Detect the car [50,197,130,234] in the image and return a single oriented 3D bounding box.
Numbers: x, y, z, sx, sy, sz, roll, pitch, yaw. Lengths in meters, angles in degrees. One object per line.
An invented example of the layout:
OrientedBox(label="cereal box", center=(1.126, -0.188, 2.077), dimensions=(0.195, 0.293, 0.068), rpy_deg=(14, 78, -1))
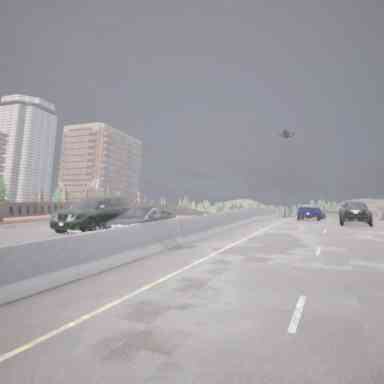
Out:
OrientedBox(label="car", center=(-5.638, 1.314, 19.627), dimensions=(2.150, 2.045, 5.566), rpy_deg=(0, 0, 24))

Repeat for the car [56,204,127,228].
OrientedBox(label="car", center=(-7.237, 1.662, 24.698), dimensions=(2.033, 1.411, 5.357), rpy_deg=(0, 0, 24))

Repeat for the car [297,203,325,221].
OrientedBox(label="car", center=(10.978, 1.823, 30.885), dimensions=(1.882, 1.535, 5.008), rpy_deg=(0, -3, 24))

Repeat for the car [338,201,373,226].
OrientedBox(label="car", center=(12.235, 1.509, 25.035), dimensions=(2.097, 1.767, 4.553), rpy_deg=(0, -2, 24))

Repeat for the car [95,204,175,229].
OrientedBox(label="car", center=(-2.598, 1.572, 17.841), dimensions=(2.128, 1.511, 4.902), rpy_deg=(0, 0, 24))

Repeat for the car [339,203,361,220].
OrientedBox(label="car", center=(17.747, 2.262, 37.608), dimensions=(2.097, 1.767, 4.553), rpy_deg=(0, -5, 24))
